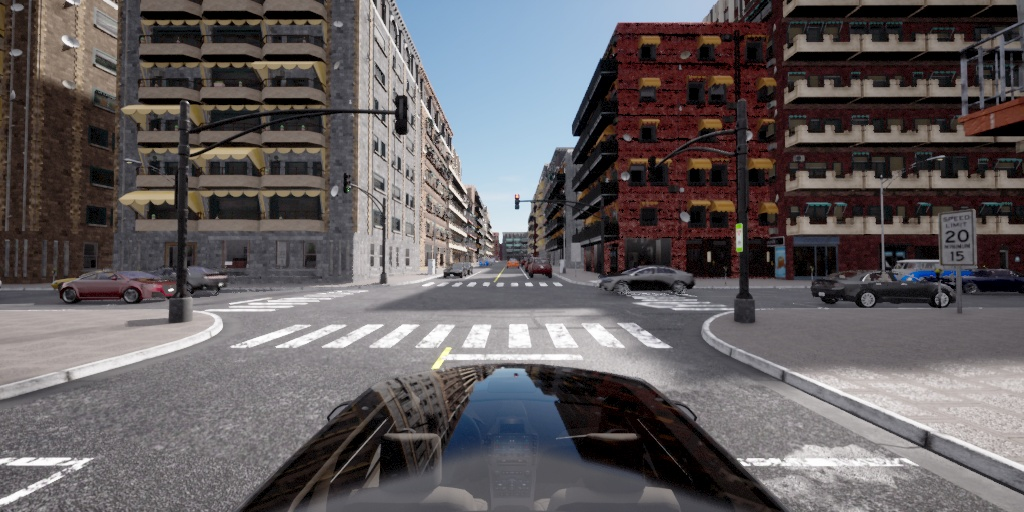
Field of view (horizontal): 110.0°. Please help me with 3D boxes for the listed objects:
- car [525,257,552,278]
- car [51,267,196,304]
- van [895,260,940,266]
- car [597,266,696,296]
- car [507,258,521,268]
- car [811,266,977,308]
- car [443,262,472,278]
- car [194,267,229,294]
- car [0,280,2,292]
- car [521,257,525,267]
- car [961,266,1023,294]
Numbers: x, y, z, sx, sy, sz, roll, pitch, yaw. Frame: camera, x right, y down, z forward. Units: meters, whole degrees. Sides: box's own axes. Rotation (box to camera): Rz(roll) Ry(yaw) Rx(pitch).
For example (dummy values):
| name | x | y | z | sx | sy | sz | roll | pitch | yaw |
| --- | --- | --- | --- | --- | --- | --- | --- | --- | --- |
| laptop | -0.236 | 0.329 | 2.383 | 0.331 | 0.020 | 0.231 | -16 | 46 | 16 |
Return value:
| name | x | y | z | sx | sy | sz | roll | pitch | yaw |
| --- | --- | --- | --- | --- | --- | --- | --- | --- | --- |
| car | 2.610 | 1.077 | 33.695 | 2.192 | 1.841 | 5.009 | 0 | 0 | 0 |
| car | -17.188 | 1.340 | 15.984 | 4.181 | 1.385 | 1.994 | 0 | -1 | 0 |
| van | 24.929 | 1.115 | 21.224 | 3.998 | 1.789 | 1.690 | 0 | 0 | 0 |
| car | 6.994 | 1.258 | 18.844 | 4.902 | 1.511 | 2.128 | 0 | -1 | 0 |
| car | 0.177 | 1.167 | 60.935 | 2.097 | 1.767 | 4.553 | 0 | 0 | 0 |
| car | 13.761 | 1.185 | 13.387 | 4.403 | 1.370 | 2.007 | 0 | 0 | 0 |
| car | -5.271 | 1.328 | 33.661 | 1.948 | 1.339 | 4.313 | 0 | 0 | 0 |
| car | -17.798 | 1.331 | 18.936 | 4.902 | 1.511 | 2.128 | 0 | -1 | 0 |
| car | -26.677 | 1.027 | 16.026 | 5.566 | 2.045 | 2.150 | 0 | -1 | 0 |
| car | 2.625 | 1.086 | 44.819 | 2.192 | 1.841 | 5.009 | 0 | 0 | 0 |
| car | 24.414 | 1.324 | 18.774 | 4.718 | 1.301 | 1.895 | 0 | -1 | 0 |
